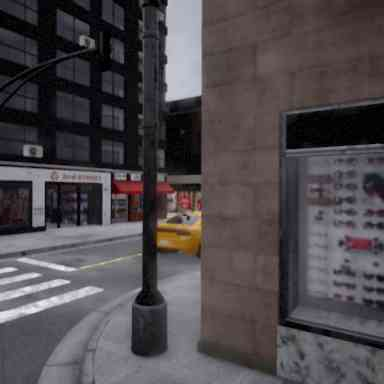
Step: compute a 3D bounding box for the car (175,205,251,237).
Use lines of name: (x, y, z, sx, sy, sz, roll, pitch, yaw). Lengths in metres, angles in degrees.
car: (1.407, 1.550, 19.478, 2.033, 1.411, 5.357, 0, 0, 33)

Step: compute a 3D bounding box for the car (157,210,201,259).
car: (0.462, 1.486, 12.875, 1.882, 1.535, 5.008, 0, 0, 33)
